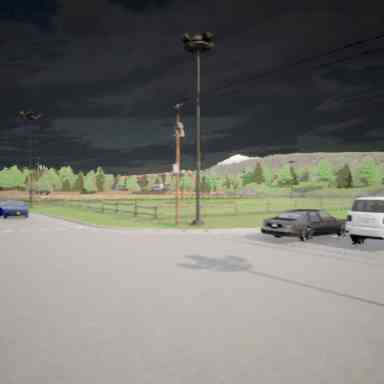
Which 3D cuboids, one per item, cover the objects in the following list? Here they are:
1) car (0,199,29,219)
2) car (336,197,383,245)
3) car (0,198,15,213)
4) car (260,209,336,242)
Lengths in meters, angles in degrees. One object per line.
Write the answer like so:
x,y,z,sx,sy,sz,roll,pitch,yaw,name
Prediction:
-15.718,1.477,29.328,1.882,1.535,5.008,0,0,-36,car
8.905,1.223,14.395,5.566,2.045,2.150,0,0,-36,car
-21.251,1.491,37.047,2.128,1.511,4.902,0,0,-36,car
5.764,1.548,16.453,5.357,1.411,2.033,0,0,-36,car
